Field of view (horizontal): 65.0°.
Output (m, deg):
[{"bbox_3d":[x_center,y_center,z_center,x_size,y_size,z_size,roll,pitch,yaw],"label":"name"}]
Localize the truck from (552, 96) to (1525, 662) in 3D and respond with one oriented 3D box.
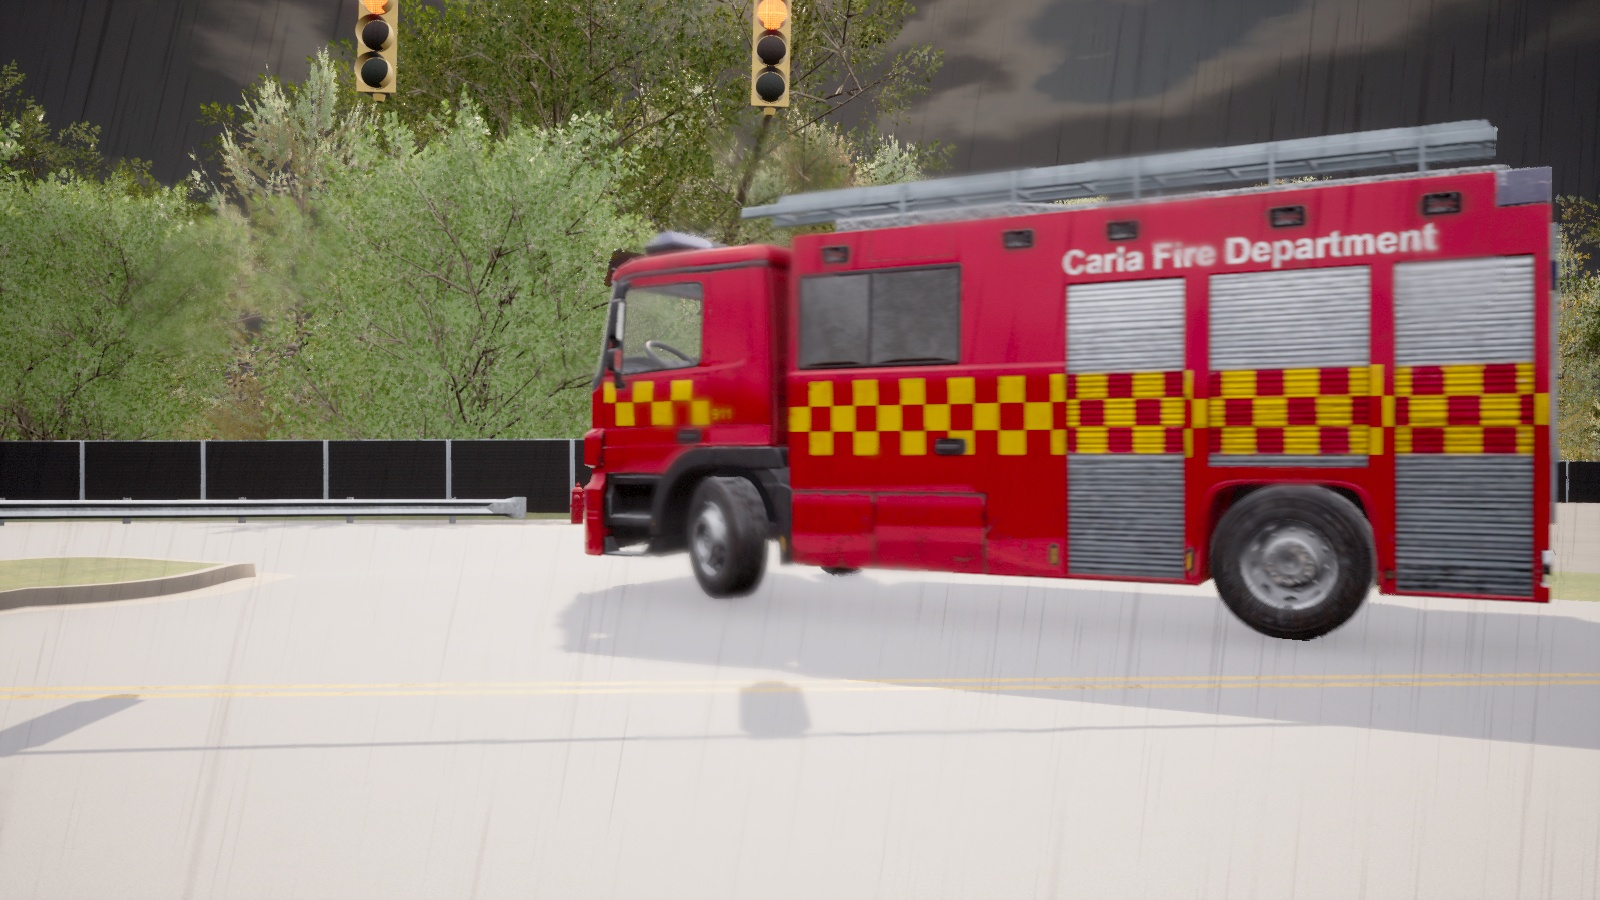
[{"bbox_3d":[1.922,-0.503,11.833,8.468,3.827,2.891,0,1,29],"label":"truck"}]
